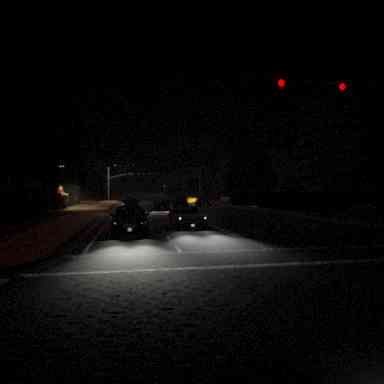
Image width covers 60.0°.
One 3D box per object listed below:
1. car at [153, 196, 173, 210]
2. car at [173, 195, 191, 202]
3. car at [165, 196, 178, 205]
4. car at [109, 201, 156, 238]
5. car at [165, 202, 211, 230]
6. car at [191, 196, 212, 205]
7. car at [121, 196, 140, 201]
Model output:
[{"bbox_3d":[-3.695,1.480,39.418,1.812,1.442,4.674,0,0,-10],"label":"car"},{"bbox_3d":[-1.871,1.289,49.743,2.097,1.767,4.553,0,0,-10],"label":"car"},{"bbox_3d":[-3.692,1.432,59.412,1.837,1.490,4.892,0,0,-10],"label":"car"},{"bbox_3d":[-3.321,1.474,17.837,2.128,1.511,4.902,0,0,-10],"label":"car"},{"bbox_3d":[-0.343,1.573,20.988,1.895,1.301,4.718,0,0,-10],"label":"car"},{"bbox_3d":[1.640,1.530,49.981,1.895,1.301,4.718,0,0,-10],"label":"car"},{"bbox_3d":[-7.072,1.315,38.423,2.097,1.767,4.553,0,0,-10],"label":"car"}]
